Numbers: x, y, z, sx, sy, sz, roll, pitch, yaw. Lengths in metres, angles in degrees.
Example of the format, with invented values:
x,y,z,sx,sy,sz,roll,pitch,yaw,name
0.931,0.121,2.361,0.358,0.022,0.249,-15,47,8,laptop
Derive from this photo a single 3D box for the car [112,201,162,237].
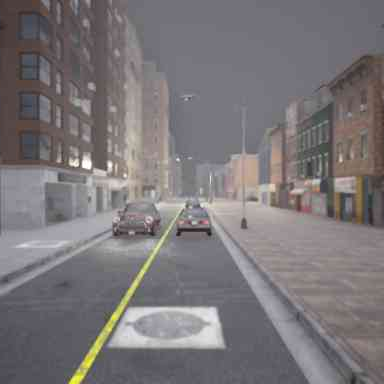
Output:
x,y,z,sx,sy,sz,roll,pitch,yaw,name
-2.829,1.323,17.881,2.097,1.767,4.553,0,0,0,car

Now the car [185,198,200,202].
x,y,z,sx,sy,sz,roll,pitch,yaw,name
0.104,1.493,43.157,1.994,1.385,4.181,0,0,0,car

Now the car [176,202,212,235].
x,y,z,sx,sy,sz,roll,pitch,yaw,name
0.104,1.517,18.412,2.033,1.411,5.357,0,0,0,car

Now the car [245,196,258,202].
x,y,z,sx,sy,sz,roll,pitch,yaw,name
13.227,1.574,72.067,4.313,1.339,1.947,0,0,0,car
